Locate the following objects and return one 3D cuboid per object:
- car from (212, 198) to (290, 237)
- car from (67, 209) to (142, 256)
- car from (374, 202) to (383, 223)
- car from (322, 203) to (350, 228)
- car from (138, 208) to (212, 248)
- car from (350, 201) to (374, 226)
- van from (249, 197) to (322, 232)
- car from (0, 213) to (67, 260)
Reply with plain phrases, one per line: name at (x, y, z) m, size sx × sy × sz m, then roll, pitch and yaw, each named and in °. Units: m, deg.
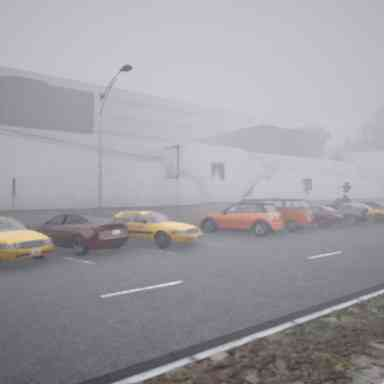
car at (2.697, 1.391, 18.513) m, size 4.553 × 1.767 × 2.185 m, roll -1°, pitch -1°, yaw 34°
car at (-4.639, 1.531, 13.348) m, size 4.792 × 1.488 × 2.163 m, roll -1°, pitch -1°, yaw 34°
car at (12.553, 1.478, 25.362) m, size 5.366 × 1.575 × 1.946 m, roll -1°, pitch -1°, yaw 34°
car at (7.537, 1.549, 21.991) m, size 4.674 × 1.452 × 2.002 m, roll -1°, pitch 0°, yaw 35°
car at (-2.030, 1.503, 14.963) m, size 5.366 × 1.575 × 1.946 m, roll -1°, pitch -1°, yaw 35°
car at (9.939, 1.532, 23.742) m, size 4.792 × 1.488 × 2.163 m, roll -1°, pitch 0°, yaw 35°
van at (5.207, 1.290, 20.207) m, size 4.442 × 1.987 × 1.878 m, roll -1°, pitch -1°, yaw 35°
car at (-6.888, 1.489, 11.500) m, size 5.366 × 1.575 × 1.946 m, roll -1°, pitch -1°, yaw 34°
